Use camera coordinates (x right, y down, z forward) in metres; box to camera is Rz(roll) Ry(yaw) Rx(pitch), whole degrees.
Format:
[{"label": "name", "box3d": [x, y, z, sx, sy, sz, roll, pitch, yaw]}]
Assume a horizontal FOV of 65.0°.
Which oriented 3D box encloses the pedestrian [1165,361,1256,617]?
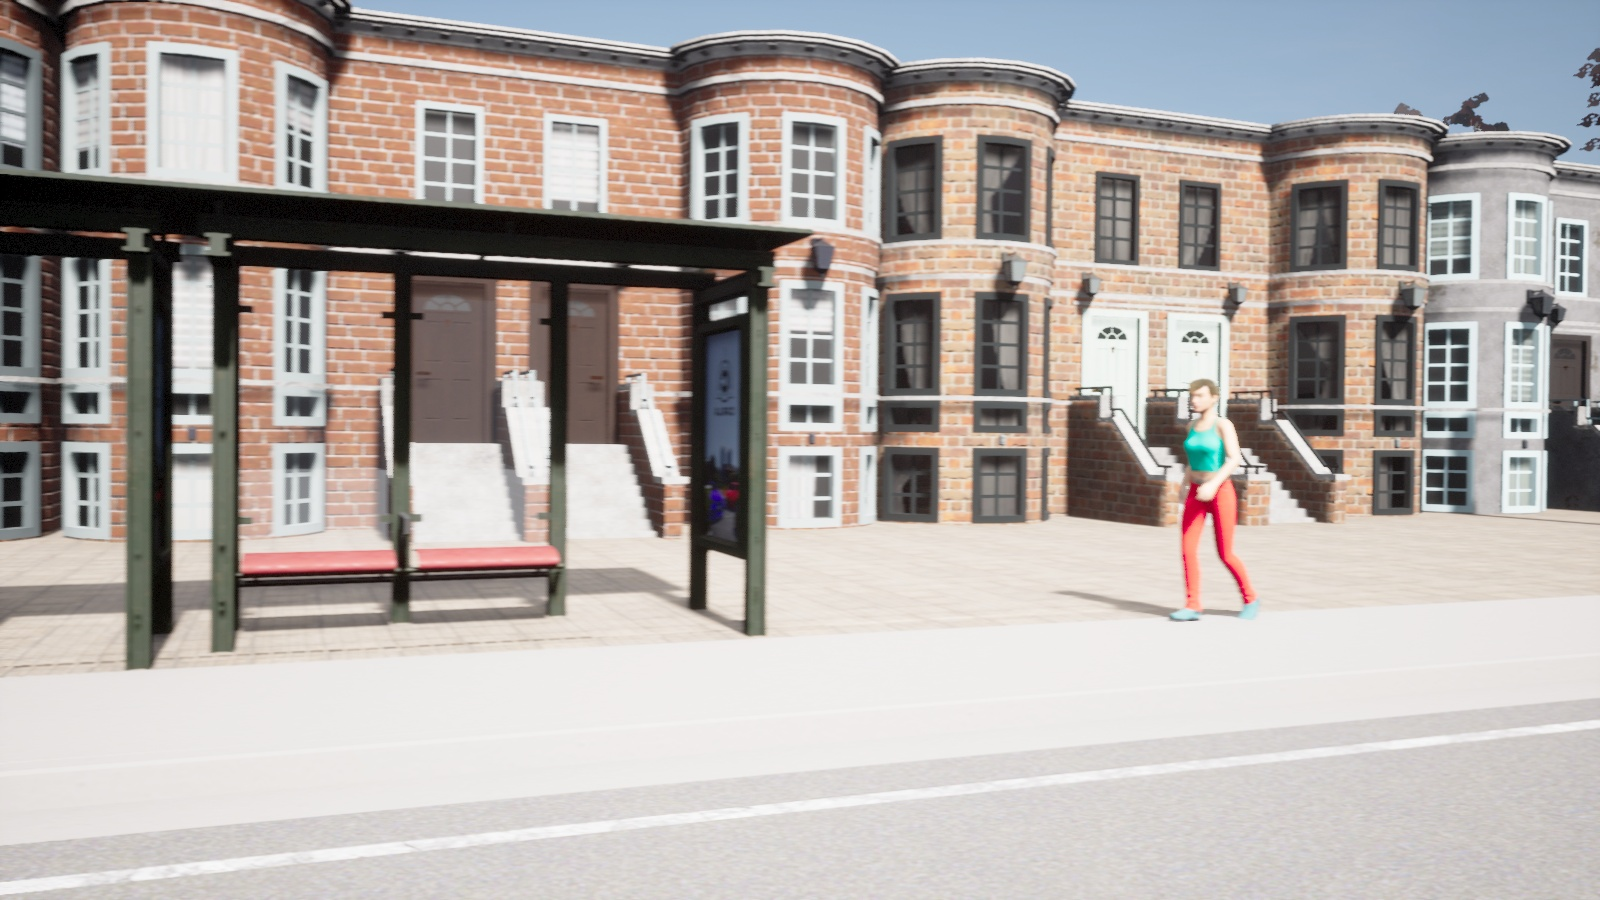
[{"label": "pedestrian", "box3d": [3.053, 0.276, 9.332, 0.594, 1.836, 0.345, -1, 1, -34]}]
